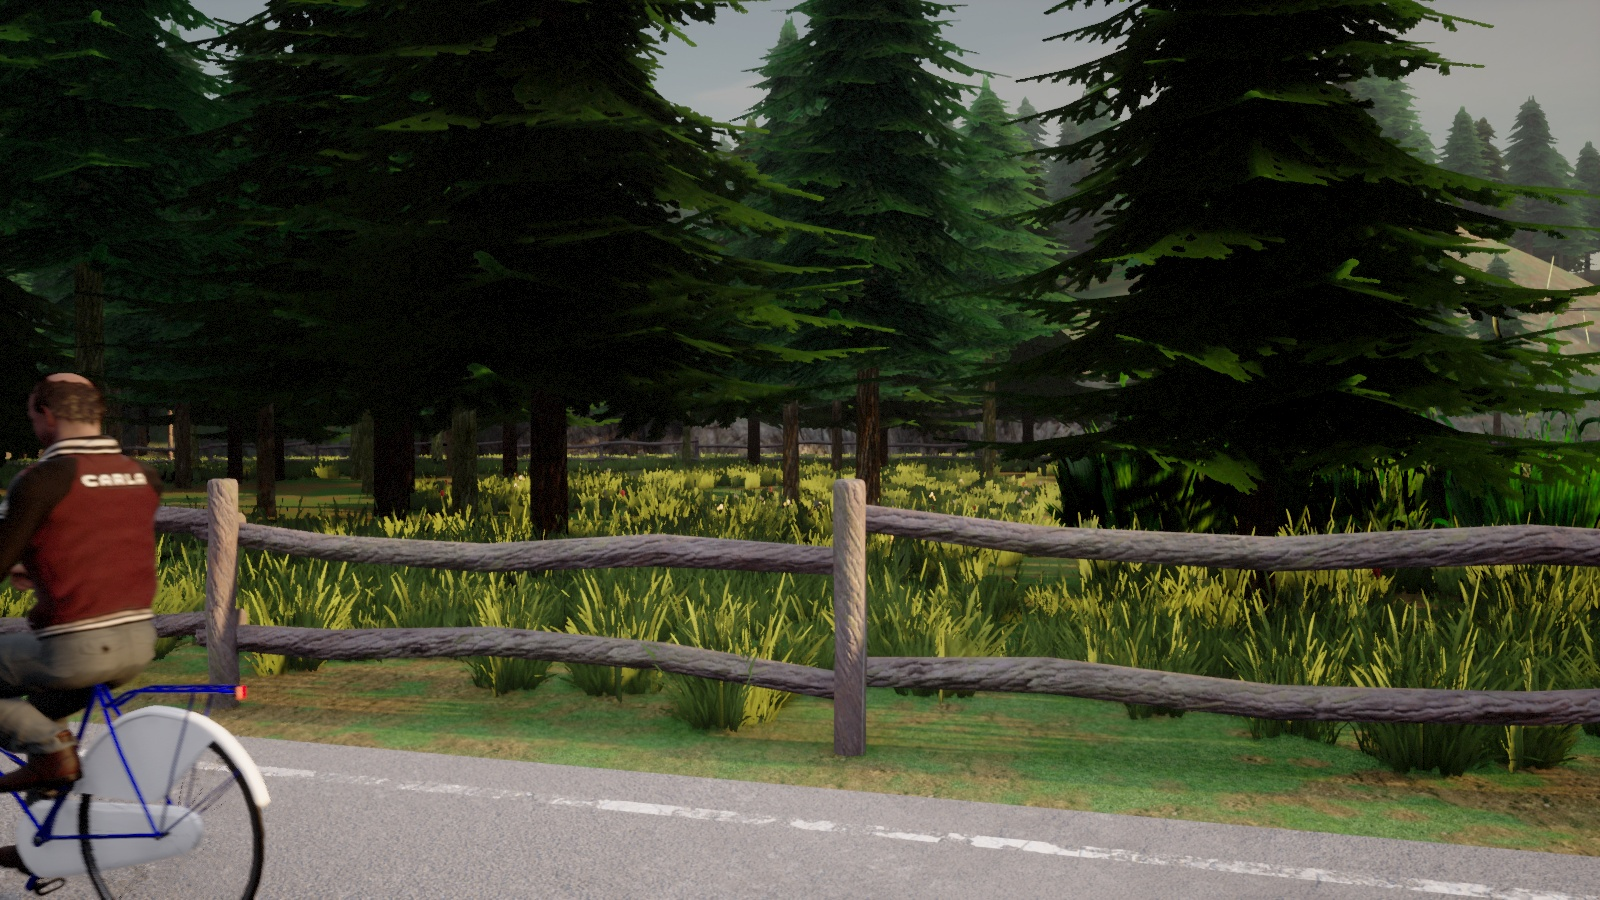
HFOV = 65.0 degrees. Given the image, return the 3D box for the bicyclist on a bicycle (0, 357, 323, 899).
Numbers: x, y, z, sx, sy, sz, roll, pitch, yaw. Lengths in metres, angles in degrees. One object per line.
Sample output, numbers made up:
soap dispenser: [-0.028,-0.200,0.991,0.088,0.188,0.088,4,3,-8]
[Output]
bicyclist on a bicycle: [-2.499,0.624,3.975,1.843,1.776,0.659,1,1,18]
